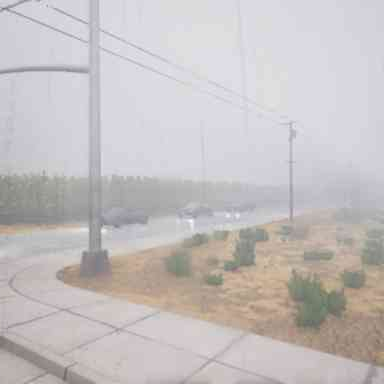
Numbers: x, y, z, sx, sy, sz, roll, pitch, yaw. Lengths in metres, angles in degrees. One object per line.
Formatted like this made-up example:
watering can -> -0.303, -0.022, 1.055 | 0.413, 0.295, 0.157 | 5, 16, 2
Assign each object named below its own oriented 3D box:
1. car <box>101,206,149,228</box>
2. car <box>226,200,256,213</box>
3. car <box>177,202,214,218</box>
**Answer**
car -> -4.918, 1.702, 23.340 | 1.994, 1.385, 4.181 | 0, 0, 33
car -> 6.053, 1.691, 40.457 | 2.033, 1.411, 5.357 | 0, 0, 33
car -> 0.433, 1.666, 31.670 | 1.812, 1.442, 4.674 | 0, 0, 32
